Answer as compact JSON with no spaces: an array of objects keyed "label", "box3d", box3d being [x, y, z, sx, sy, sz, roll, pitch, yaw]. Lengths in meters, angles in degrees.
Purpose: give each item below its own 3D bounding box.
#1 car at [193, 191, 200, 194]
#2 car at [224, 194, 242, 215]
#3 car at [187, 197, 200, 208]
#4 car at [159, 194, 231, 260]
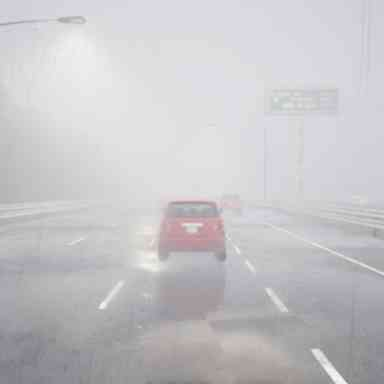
[{"label":"car","box3d":[0.743,1.105,84.569,1.812,1.442,4.674,0,1,1]},{"label":"car","box3d":[3.715,1.173,33.883,2.150,2.045,5.566,0,0,0]},{"label":"car","box3d":[0.236,1.482,48.133,1.895,1.301,4.718,0,0,1]},{"label":"car","box3d":[0.014,1.215,12.522,2.150,2.045,5.566,0,0,0]}]
